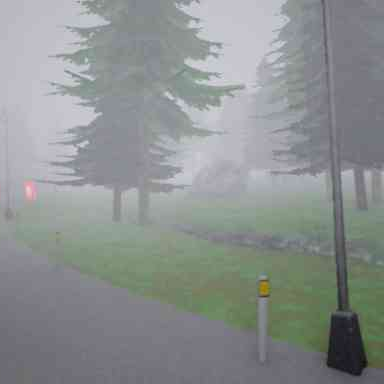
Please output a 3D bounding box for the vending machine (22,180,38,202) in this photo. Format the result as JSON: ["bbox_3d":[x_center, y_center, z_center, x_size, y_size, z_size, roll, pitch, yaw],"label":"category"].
[{"bbox_3d":[-16.659,-0.120,34.216,1.100,2.100,0.880,-8,-1,-11],"label":"vending machine"}]
